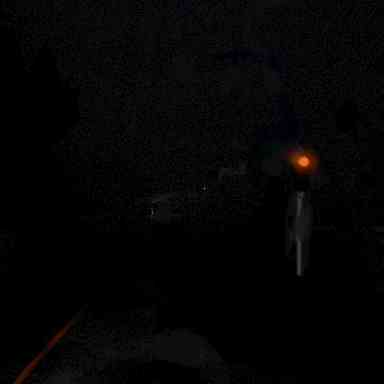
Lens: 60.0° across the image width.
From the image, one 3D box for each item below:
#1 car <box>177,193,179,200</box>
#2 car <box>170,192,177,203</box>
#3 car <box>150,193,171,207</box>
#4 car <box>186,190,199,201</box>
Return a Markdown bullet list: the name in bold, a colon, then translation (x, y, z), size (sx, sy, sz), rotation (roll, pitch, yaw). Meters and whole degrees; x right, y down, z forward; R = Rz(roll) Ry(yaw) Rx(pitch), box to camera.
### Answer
- **car**: translation (-3.862, 0.694, 69.616), size (2.097, 1.767, 4.553), rotation (0, 1, 0)
- **car**: translation (-3.965, 1.010, 54.661), size (1.812, 1.442, 4.674), rotation (0, 0, 0)
- **car**: translation (-4.007, 1.133, 41.678), size (1.812, 1.442, 4.674), rotation (0, 1, 0)
- **car**: translation (0.126, 0.623, 63.499), size (2.150, 2.045, 5.566), rotation (0, 1, 0)
